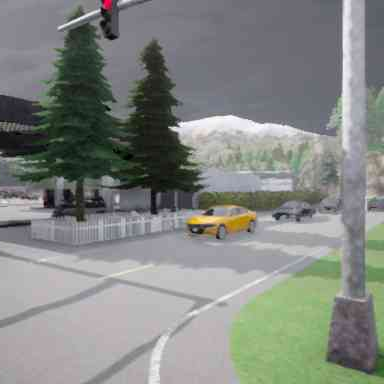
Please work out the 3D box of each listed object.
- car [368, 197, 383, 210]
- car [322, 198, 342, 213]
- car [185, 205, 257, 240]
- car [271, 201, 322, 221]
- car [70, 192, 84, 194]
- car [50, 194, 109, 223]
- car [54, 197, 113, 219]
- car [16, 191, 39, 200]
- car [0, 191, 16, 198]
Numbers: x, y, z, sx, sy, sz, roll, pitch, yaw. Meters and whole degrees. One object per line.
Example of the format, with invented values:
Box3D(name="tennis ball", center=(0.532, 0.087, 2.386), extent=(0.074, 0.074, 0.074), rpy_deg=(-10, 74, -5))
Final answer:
Box3D(name="car", center=(20.658, 1.278, 36.466), extent=(1.994, 1.385, 4.181), rpy_deg=(0, 1, 37))
Box3D(name="car", center=(14.525, 1.306, 34.454), extent=(2.033, 1.411, 5.357), rpy_deg=(0, 1, 38))
Box3D(name="car", center=(1.652, 1.458, 17.455), extent=(1.882, 1.535, 5.008), rpy_deg=(0, 1, 37))
Box3D(name="car", center=(8.080, 1.417, 25.957), extent=(2.033, 1.411, 5.357), rpy_deg=(0, 1, 37))
Box3D(name="car", center=(-27.113, 0.815, 75.629), extent=(3.633, 1.501, 1.845), rpy_deg=(0, 1, 36))
Box3D(name="car", center=(-7.701, 1.270, 23.202), extent=(1.905, 1.878, 3.866), rpy_deg=(0, 1, 36))
Box3D(name="car", center=(-9.675, 1.375, 30.057), extent=(2.242, 1.667, 4.611), rpy_deg=(0, 1, 36))
Box3D(name="car", center=(-33.087, 0.897, 67.620), extent=(4.514, 1.523, 2.007), rpy_deg=(0, 1, 36))
Box3D(name="car", center=(-45.572, 0.585, 81.169), extent=(3.866, 1.878, 1.905), rpy_deg=(0, 1, 36))
